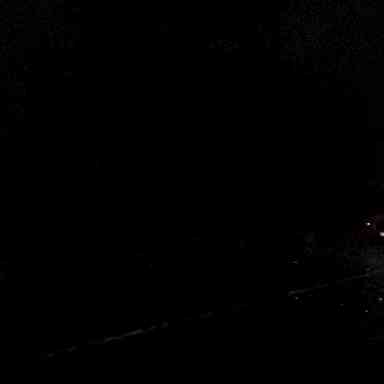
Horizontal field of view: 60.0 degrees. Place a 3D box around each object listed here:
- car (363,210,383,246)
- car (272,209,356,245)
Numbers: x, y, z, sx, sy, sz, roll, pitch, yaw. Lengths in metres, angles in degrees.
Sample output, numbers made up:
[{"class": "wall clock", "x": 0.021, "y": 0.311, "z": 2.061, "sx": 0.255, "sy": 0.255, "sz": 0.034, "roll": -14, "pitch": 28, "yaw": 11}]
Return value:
[{"class": "car", "x": 10.143, "y": 1.403, "z": 15.127, "sx": 5.566, "sy": 2.045, "sz": 2.150, "roll": 1, "pitch": 0, "yaw": -34}, {"class": "car", "x": 6.159, "y": 1.631, "z": 16.667, "sx": 5.008, "sy": 1.535, "sz": 1.882, "roll": 1, "pitch": 0, "yaw": -34}]
